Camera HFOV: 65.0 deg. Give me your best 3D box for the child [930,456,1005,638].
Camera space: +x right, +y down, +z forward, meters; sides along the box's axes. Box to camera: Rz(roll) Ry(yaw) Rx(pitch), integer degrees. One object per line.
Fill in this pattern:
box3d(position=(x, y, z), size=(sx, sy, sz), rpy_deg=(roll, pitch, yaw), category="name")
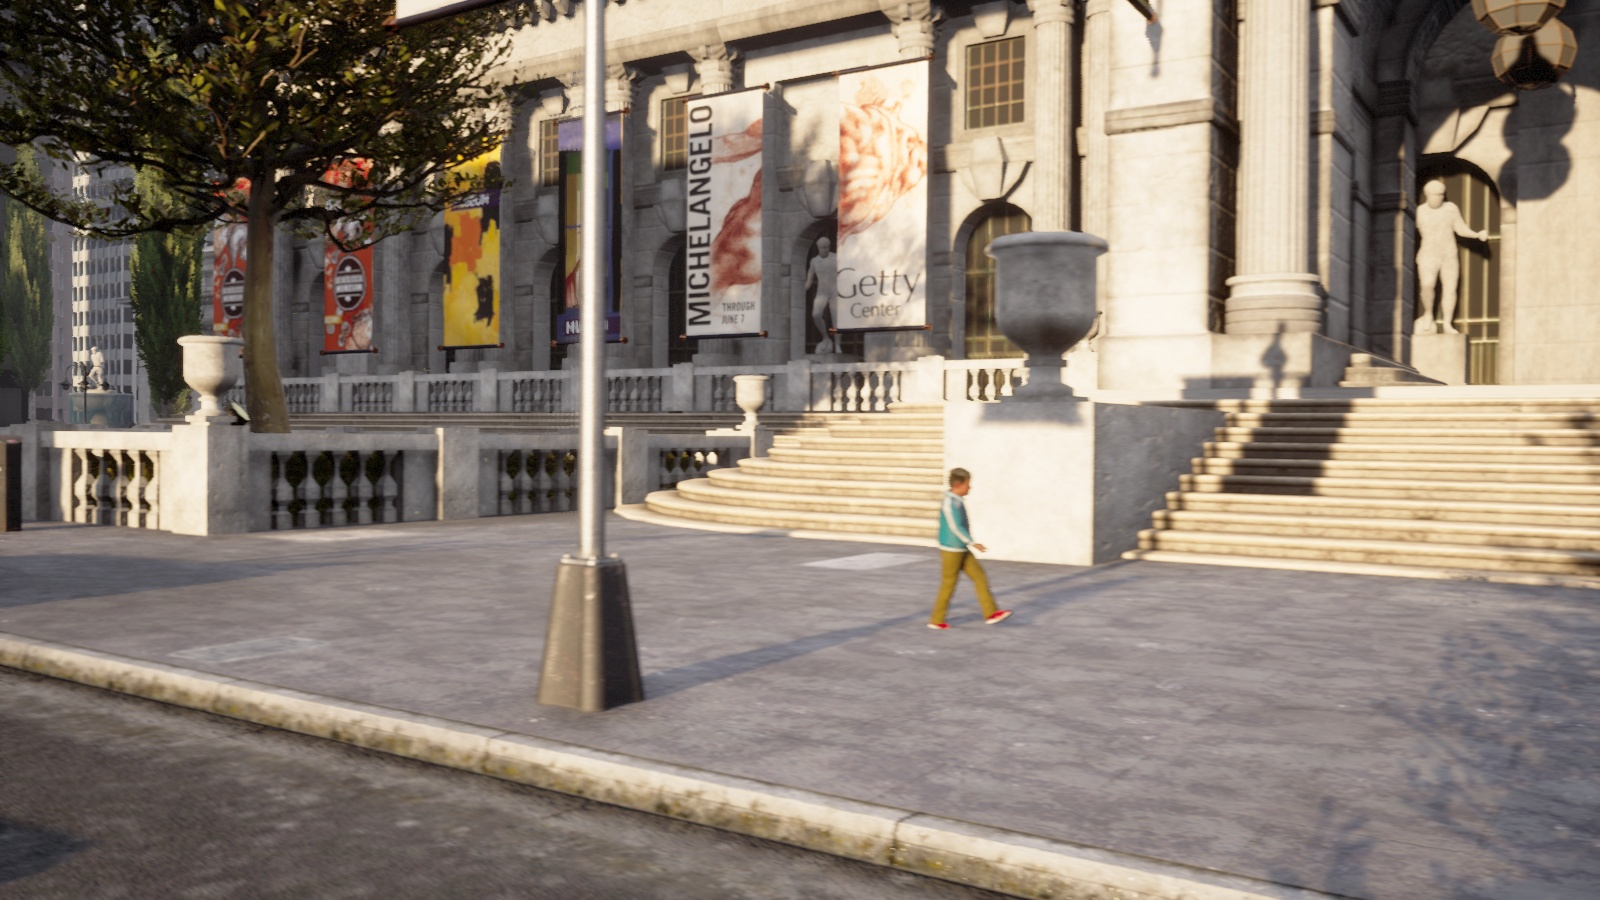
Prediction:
box3d(position=(1.133, 0.642, 8.494), size=(0.448, 1.192, 0.343), rpy_deg=(0, 1, 16), category="child")
